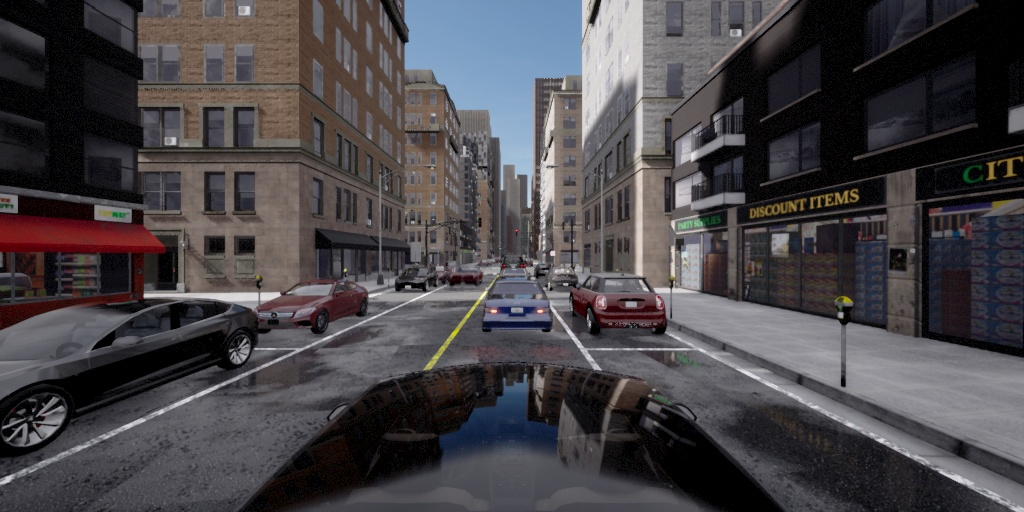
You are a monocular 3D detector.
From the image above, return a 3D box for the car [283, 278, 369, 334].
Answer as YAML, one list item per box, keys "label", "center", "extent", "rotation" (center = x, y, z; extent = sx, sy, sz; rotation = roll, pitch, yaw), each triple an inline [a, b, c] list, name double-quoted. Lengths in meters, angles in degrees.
- label: "car"
  center: [-5.648, 1.332, 10.587]
  extent: [1.802, 1.307, 4.207]
  rotation: [0, 0, 0]

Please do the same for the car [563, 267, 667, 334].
- label: "car"
  center: [2.877, 1.189, 10.564]
  extent: [1.967, 1.591, 4.097]
  rotation: [0, 0, 0]

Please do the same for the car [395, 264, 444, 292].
- label: "car"
  center: [-5.619, 1.316, 21.589]
  extent: [1.948, 1.339, 4.313]
  rotation: [0, 0, 0]

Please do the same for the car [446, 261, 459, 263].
- label: "car"
  center: [-5.589, 1.192, 32.592]
  extent: [1.967, 1.591, 4.097]
  rotation: [0, 0, 0]

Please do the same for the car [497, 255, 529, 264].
- label: "car"
  center: [0.086, 0.973, 31.317]
  extent: [2.150, 2.045, 5.566]
  rotation: [0, 0, 0]

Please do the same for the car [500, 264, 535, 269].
- label: "car"
  center: [0.149, 1.351, 21.285]
  extent: [1.895, 1.301, 4.718]
  rotation: [0, 0, 0]

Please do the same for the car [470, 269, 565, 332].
- label: "car"
  center: [0.123, 1.297, 10.780]
  extent: [2.033, 1.411, 5.357]
  rotation: [0, 0, 0]

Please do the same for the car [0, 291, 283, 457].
- label: "car"
  center: [-5.664, 1.316, 5.086]
  extent: [1.948, 1.339, 4.313]
  rotation: [0, 0, 0]

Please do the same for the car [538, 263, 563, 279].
- label: "car"
  center: [2.906, 1.300, 21.566]
  extent: [2.007, 1.370, 4.403]
  rotation: [0, 0, 0]

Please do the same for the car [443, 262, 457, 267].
- label: "car"
  center: [-5.604, 1.333, 27.091]
  extent: [1.802, 1.307, 4.207]
  rotation: [0, 0, 0]

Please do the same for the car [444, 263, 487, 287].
- label: "car"
  center: [-3.018, 1.351, 24.287]
  extent: [1.895, 1.301, 4.718]
  rotation: [0, 0, 0]

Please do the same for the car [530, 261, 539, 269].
- label: "car"
  center: [2.936, 1.318, 32.569]
  extent: [1.948, 1.339, 4.313]
  rotation: [0, 0, 0]
